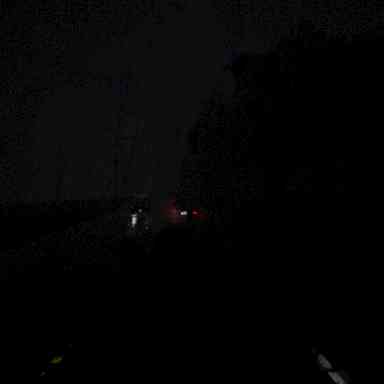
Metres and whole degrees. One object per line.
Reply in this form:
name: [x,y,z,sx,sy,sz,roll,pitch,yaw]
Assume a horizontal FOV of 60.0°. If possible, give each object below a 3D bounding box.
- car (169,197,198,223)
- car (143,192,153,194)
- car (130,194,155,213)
car: [-0.560,1.351,23.240,2.033,1.411,5.357,0,1,-3]
car: [-8.909,0.792,70.546,1.837,1.490,4.892,0,1,-8]
car: [-4.815,1.249,32.423,2.033,1.411,5.357,0,1,-4]
